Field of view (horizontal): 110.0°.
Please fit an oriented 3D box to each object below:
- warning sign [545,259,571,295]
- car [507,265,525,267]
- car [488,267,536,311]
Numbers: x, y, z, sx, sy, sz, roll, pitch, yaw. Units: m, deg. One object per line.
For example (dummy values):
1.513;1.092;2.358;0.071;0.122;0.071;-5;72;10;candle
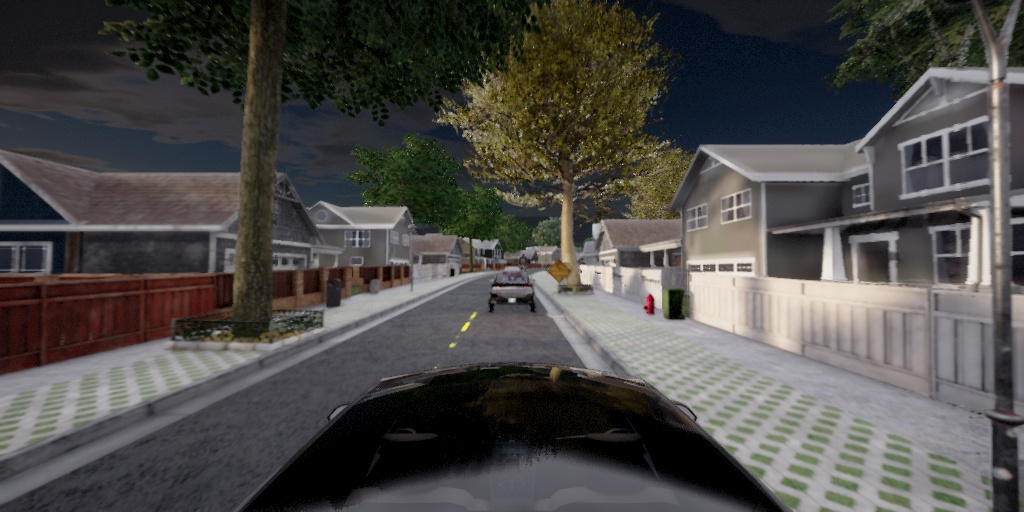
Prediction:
2.516;1.079;18.897;1.300;1.860;1.060;0;0;0;warning sign
0.055;1.616;31.113;1.882;1.535;5.008;0;-1;1;car
0.018;1.410;15.355;2.128;1.511;4.902;0;-1;0;car
